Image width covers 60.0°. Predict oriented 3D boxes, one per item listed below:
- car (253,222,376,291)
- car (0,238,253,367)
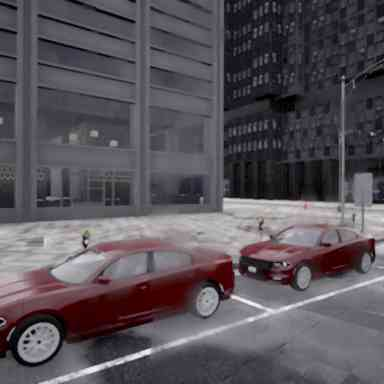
[{"bbox_3d":[3.220,1.547,9.010,4.507,1.381,1.887,0,0,-36],"label":"car"},{"bbox_3d":[-1.261,1.545,5.777,4.507,1.381,1.887,0,0,-36],"label":"car"}]
